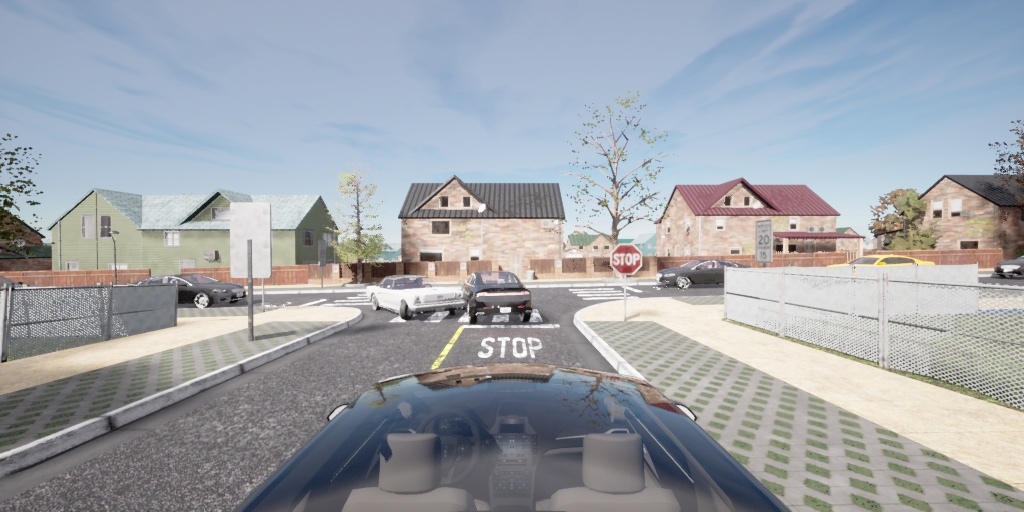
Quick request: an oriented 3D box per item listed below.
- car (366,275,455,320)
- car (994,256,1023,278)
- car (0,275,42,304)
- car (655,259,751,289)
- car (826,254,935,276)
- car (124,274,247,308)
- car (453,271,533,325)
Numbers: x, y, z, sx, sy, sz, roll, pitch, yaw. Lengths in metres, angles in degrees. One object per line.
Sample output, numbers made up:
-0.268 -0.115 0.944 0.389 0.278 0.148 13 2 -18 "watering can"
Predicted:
-3.596 1.367 12.866 1.895 1.301 4.718 0 0 -38 "car"
29.396 0.478 19.470 4.902 1.511 2.128 -1 1 0 "car"
-24.231 1.648 16.333 4.553 1.767 2.097 -1 1 0 "car"
10.341 0.925 19.408 4.902 1.511 2.128 -1 1 0 "car"
19.771 0.690 19.439 5.008 1.535 1.882 -1 1 0 "car"
-14.894 1.566 16.368 4.902 1.511 2.128 -1 1 0 "car"
-0.679 1.242 12.005 2.128 1.511 4.902 0 0 -12 "car"
